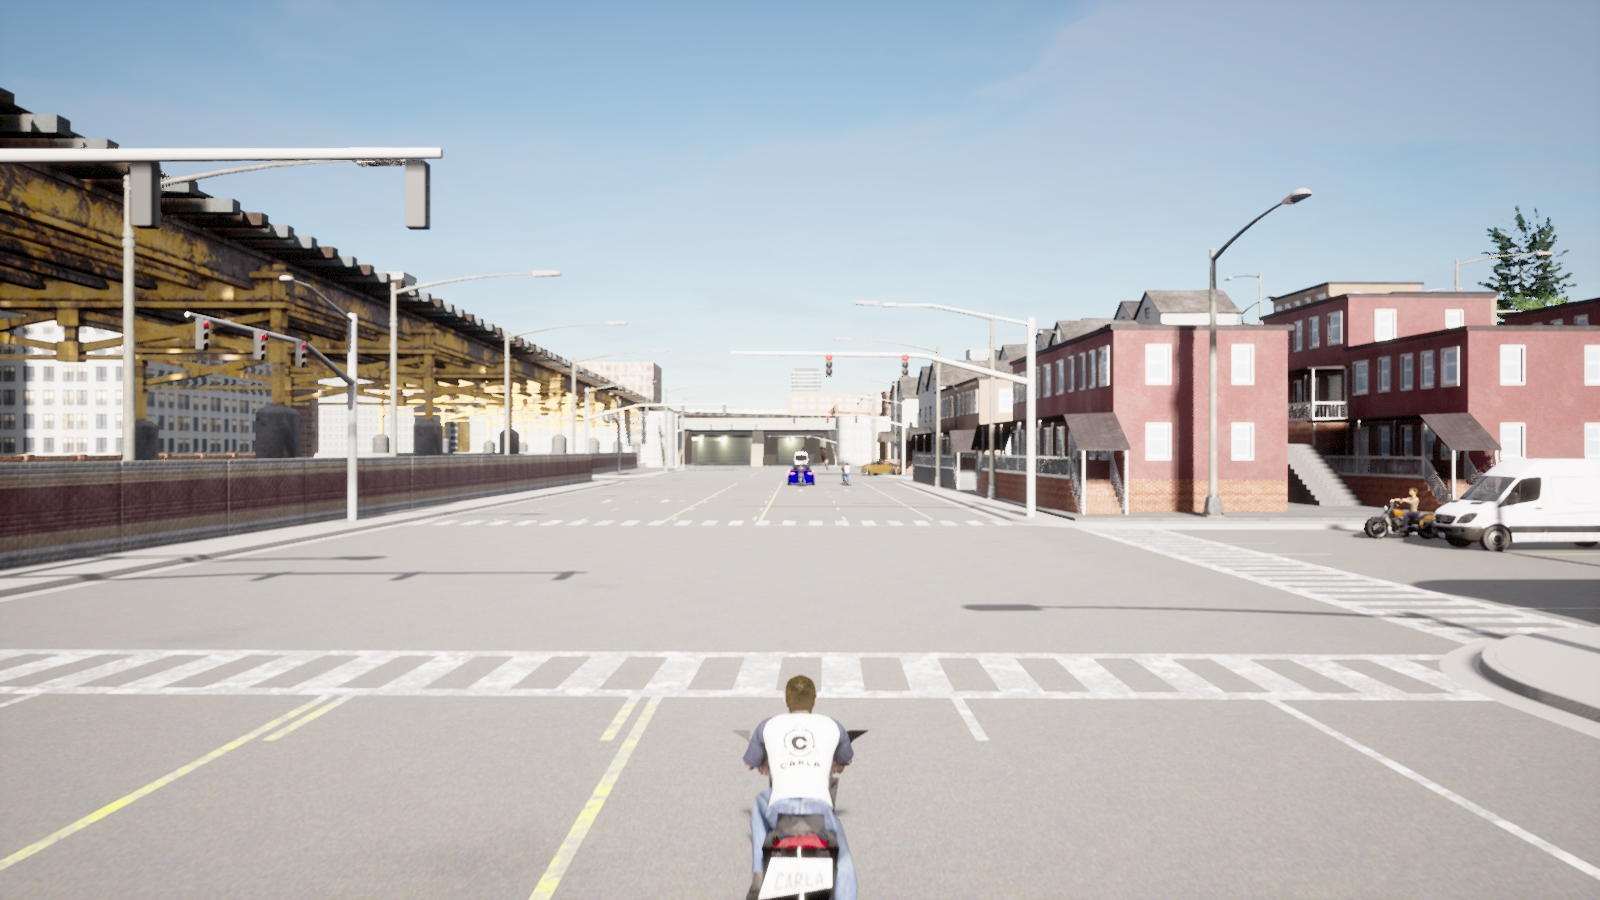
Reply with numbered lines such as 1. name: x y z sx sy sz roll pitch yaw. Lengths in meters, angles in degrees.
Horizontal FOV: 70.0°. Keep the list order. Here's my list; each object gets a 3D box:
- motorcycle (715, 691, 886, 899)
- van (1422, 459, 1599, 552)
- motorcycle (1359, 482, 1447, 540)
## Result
1. motorcycle: 0.004 2.173 6.387 0.803 1.224 2.033 0 0 0
2. van: 21.107 1.533 32.368 5.915 2.561 1.988 0 0 0
3. motorcycle: 18.920 1.906 35.873 2.356 1.802 0.764 0 0 0
